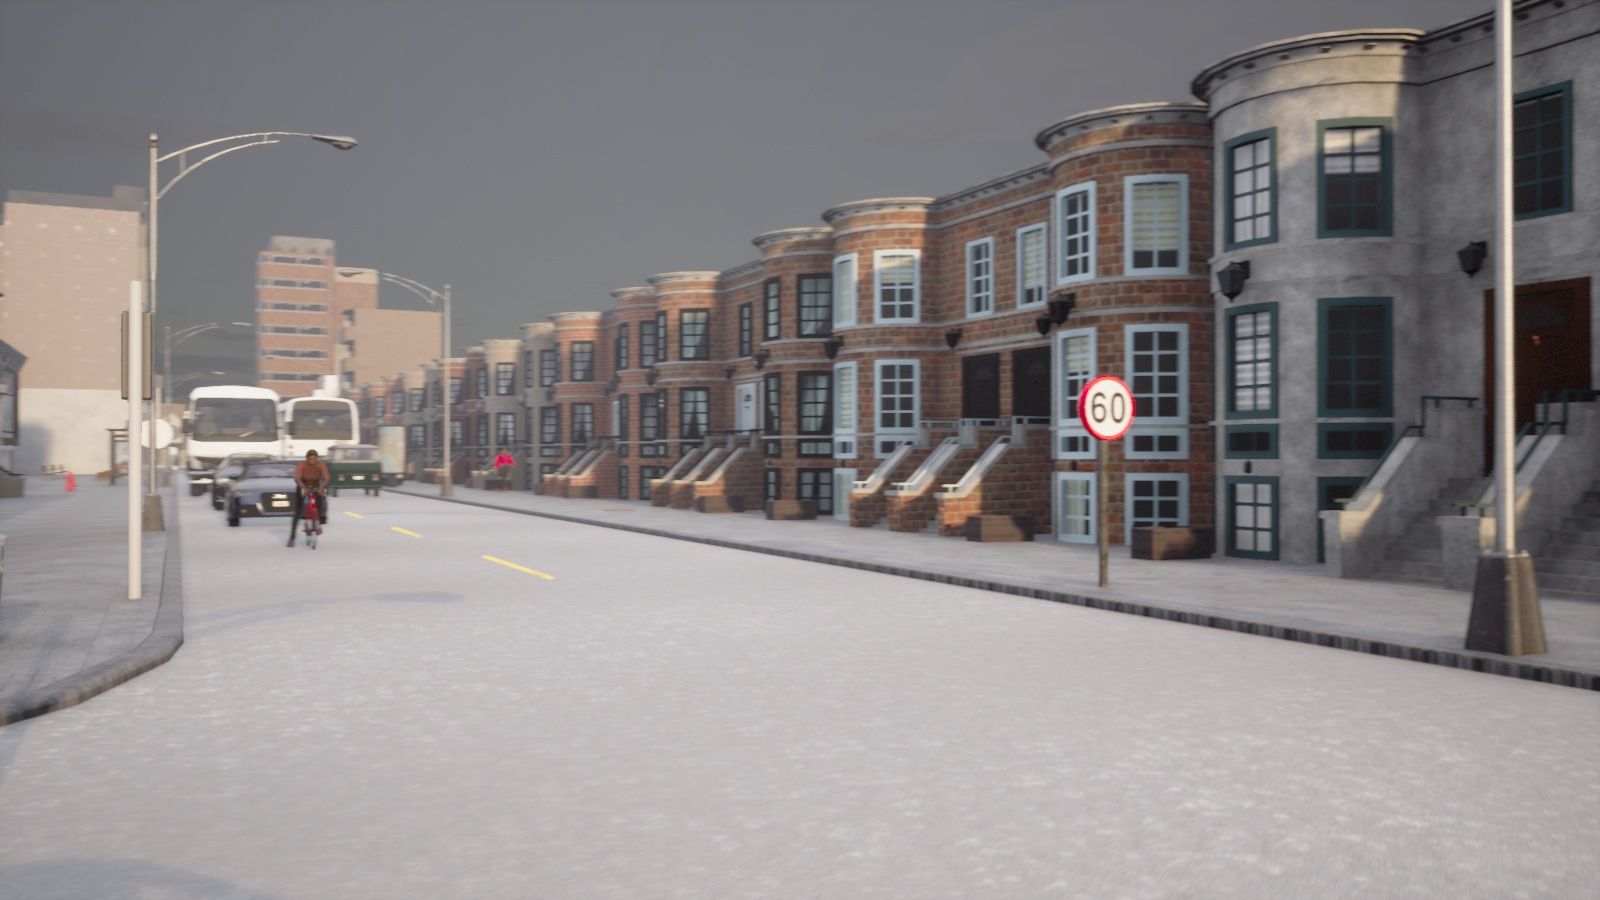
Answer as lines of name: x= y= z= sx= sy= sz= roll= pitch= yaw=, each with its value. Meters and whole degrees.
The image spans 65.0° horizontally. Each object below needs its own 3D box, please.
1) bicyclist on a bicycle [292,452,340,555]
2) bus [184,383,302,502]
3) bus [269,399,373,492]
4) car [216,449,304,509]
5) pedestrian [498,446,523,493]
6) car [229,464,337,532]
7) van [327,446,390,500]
bicyclist on a bicycle: x=-7.975 y=0.851 z=20.663 sx=0.582 sy=1.620 sz=1.656 roll=0 pitch=0 yaw=-26
bus: x=-22.571 y=-0.246 z=50.518 sx=3.944 sy=4.253 sz=10.273 roll=0 pitch=0 yaw=-26
bus: x=-24.050 y=-0.172 z=62.657 sx=3.944 sy=4.253 sz=10.273 roll=0 pitch=0 yaw=-26
car: x=-16.009 y=0.804 z=37.097 sx=2.152 sy=1.651 sz=5.027 roll=0 pitch=0 yaw=-26
pedestrian: x=-11.503 y=0.787 z=49.850 sx=0.634 sy=1.844 sz=0.899 roll=0 pitch=0 yaw=-37
car: x=-11.754 y=1.022 z=28.389 sx=1.994 sy=1.385 sz=4.181 roll=0 pitch=0 yaw=-26
van: x=-16.947 y=0.844 z=48.127 sx=1.775 sy=1.987 sz=4.442 roll=0 pitch=0 yaw=-26
